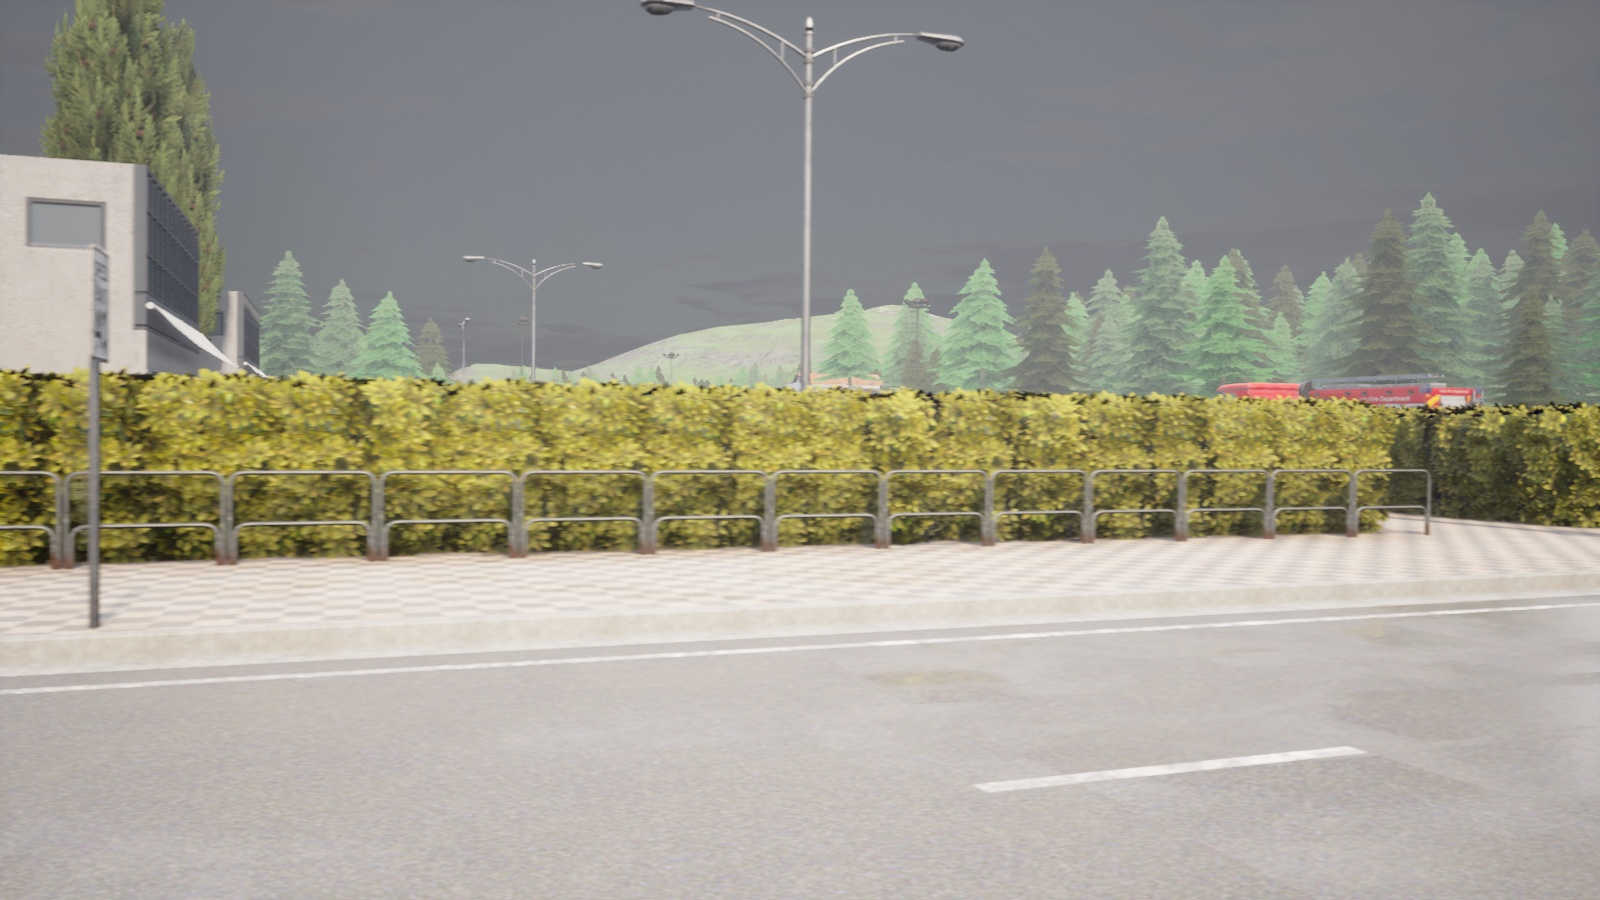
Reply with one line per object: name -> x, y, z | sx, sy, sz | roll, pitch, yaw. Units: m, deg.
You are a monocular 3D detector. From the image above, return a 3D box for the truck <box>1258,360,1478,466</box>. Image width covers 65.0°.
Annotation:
truck -> 22.307, -1.421, 49.978 | 2.891, 3.827, 8.468 | -1, 1, -20

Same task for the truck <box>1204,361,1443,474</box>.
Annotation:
truck -> 17.502, -1.068, 42.694 | 2.891, 3.462, 7.936 | -1, 1, -20
